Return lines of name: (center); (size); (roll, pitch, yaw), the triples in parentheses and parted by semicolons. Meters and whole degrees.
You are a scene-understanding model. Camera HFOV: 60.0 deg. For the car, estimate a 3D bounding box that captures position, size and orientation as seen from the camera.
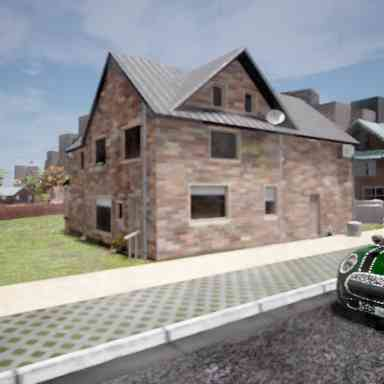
car: (4.848, 1.287, 6.505); (4.553, 1.767, 2.097); (-1, 0, -35)
